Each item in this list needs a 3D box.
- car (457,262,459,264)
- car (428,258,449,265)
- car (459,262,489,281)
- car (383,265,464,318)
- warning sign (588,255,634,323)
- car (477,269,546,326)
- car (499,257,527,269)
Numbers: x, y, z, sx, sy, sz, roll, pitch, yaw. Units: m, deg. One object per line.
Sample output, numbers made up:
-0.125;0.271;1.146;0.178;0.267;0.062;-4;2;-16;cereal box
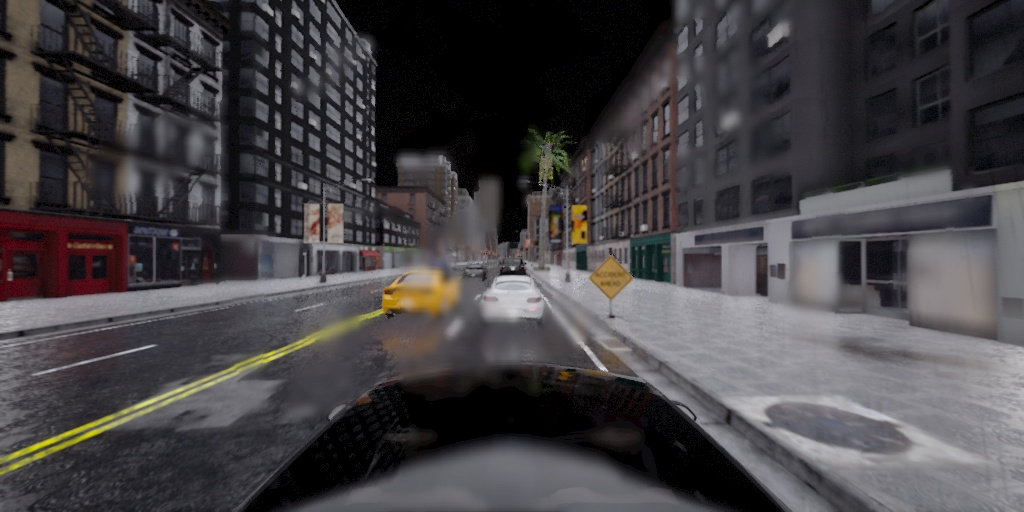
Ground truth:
-6.591;1.527;47.933;1.812;1.442;4.674;0;0;0;car
-9.838;1.228;48.401;2.150;2.045;5.566;0;-1;0;car
-3.168;1.405;32.145;2.128;1.511;4.902;0;0;0;car
-3.180;1.290;13.398;1.882;1.535;5.008;0;0;0;car
2.850;0.911;10.330;1.300;1.860;1.060;0;0;0;warning sign
0.057;1.329;11.740;1.812;1.442;4.674;0;0;0;car
0.082;1.128;31.181;2.150;2.045;5.566;0;0;0;car
